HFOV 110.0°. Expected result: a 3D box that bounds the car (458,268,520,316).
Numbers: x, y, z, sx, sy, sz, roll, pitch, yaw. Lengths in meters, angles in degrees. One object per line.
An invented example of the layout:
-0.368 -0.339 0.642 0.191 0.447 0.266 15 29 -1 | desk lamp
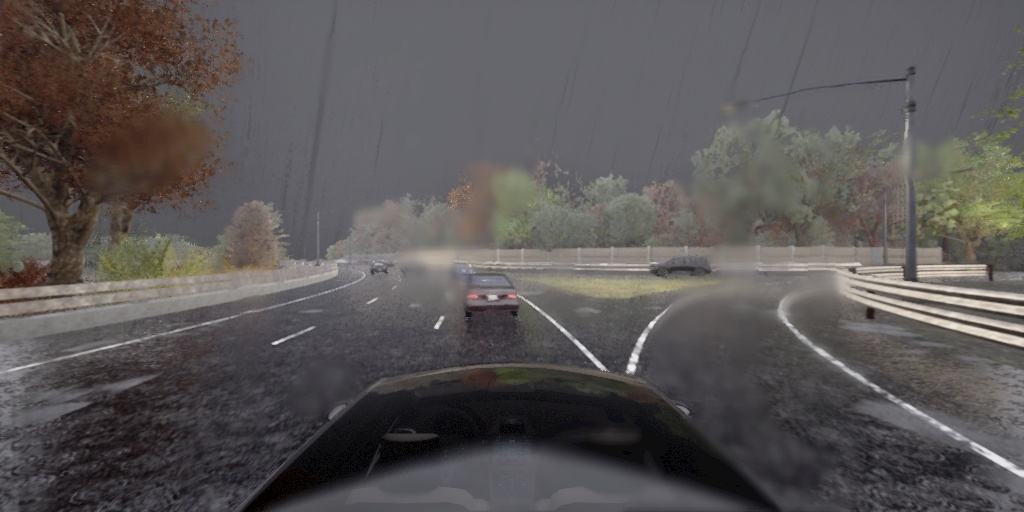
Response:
-0.895 1.346 13.667 2.033 1.411 5.357 0 0 -7 | car

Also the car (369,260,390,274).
-16.915 1.474 45.413 1.812 1.442 4.674 0 0 -24 | car

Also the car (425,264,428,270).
-14.837 1.537 56.627 2.033 1.411 5.357 0 0 -30 | car

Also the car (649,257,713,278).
16.380 1.082 34.879 5.566 2.045 2.150 0 0 12 | car

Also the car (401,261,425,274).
-12.606 1.429 44.330 2.128 1.511 4.902 0 0 -23 | car

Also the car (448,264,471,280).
-4.725 1.429 33.264 2.033 1.411 5.357 0 0 -16 | car
